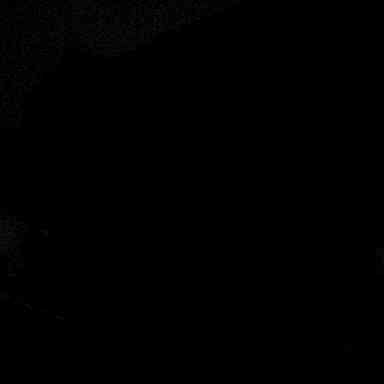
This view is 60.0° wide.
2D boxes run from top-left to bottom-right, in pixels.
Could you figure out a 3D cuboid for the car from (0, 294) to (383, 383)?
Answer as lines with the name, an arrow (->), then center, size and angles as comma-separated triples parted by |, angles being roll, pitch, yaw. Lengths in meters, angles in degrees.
car -> 0.168, 1.574, 2.697 | 4.313, 1.339, 1.947 | 0, -1, 36
